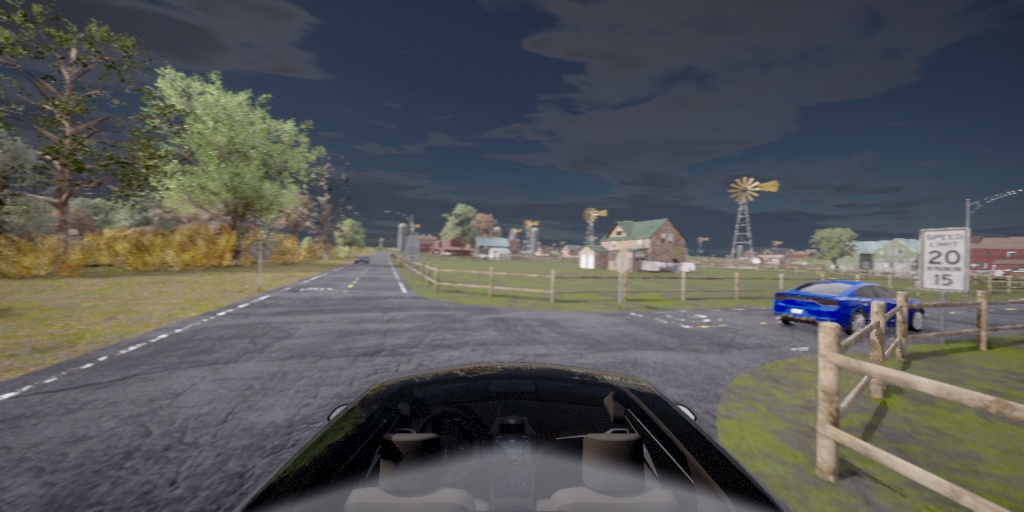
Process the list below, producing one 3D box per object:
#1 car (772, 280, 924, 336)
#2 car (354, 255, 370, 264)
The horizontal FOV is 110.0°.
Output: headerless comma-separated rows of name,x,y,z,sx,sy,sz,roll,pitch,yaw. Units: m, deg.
car,10.539,1.505,11.215,5.008,1.535,1.882,2,0,-21
car,-22.654,0.491,54.300,1.994,1.385,4.181,2,0,-20
